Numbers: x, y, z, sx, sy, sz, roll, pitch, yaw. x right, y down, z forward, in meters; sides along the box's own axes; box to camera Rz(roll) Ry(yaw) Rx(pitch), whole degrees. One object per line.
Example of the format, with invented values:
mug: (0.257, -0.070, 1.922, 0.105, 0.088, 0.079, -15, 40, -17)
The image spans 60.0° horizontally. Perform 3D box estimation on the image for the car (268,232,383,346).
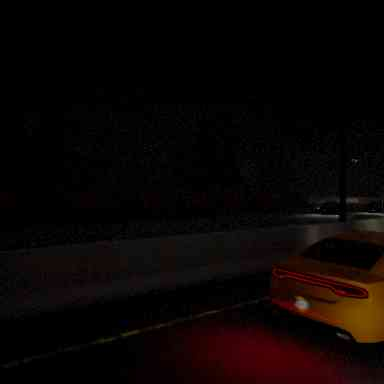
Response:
car: (3.623, 1.512, 6.337, 5.008, 1.535, 1.882, 0, 0, -36)
